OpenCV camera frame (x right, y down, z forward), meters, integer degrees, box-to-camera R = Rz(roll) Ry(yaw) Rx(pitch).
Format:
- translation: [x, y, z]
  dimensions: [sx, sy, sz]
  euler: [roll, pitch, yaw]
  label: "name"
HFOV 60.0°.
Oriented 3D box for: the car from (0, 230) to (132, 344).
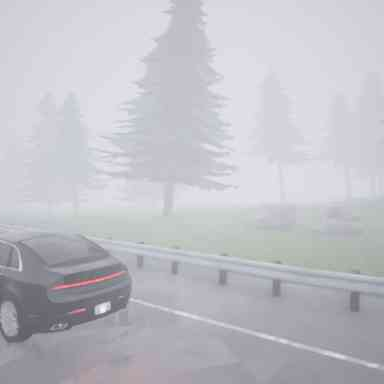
- translation: [-3.290, 1.517, 6.508]
  dimensions: [4.892, 1.490, 1.837]
  euler: [0, 0, 37]
  label: "car"
